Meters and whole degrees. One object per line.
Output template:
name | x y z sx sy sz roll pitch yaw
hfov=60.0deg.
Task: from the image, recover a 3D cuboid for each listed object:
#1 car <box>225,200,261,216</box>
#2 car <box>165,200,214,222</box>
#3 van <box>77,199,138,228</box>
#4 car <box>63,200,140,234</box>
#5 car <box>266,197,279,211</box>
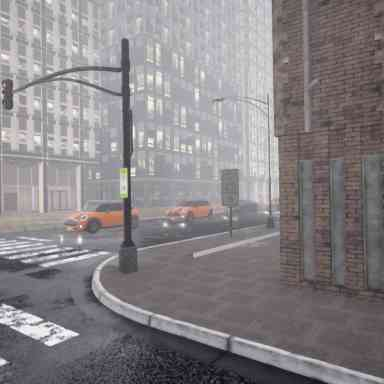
car | 5.150 1.590 34.341 2.128 1.511 4.902 -1 -1 36
car | -0.128 1.432 27.047 2.097 1.767 4.553 -1 -1 36
van | -5.895 1.460 23.492 1.690 1.788 3.998 -2 -1 36
car | -5.335 1.416 19.892 2.097 1.767 4.553 -1 -1 37
car | 11.093 1.471 42.521 2.097 1.767 4.553 -1 -1 36
